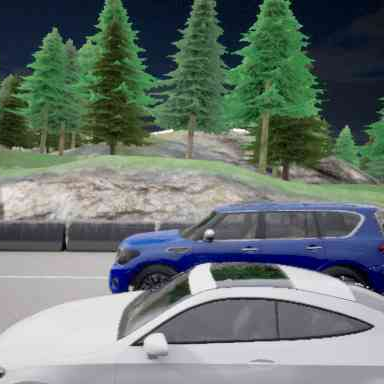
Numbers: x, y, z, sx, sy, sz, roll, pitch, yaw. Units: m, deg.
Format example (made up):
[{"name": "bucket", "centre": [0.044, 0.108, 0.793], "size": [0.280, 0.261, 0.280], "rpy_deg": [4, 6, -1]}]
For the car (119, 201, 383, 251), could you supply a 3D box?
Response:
[{"name": "car", "centre": [1.168, 1.230, 6.963], "size": [5.566, 2.045, 2.150], "rpy_deg": [0, 0, 2]}]

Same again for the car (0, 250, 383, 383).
[{"name": "car", "centre": [0.309, 1.531, 3.489], "size": [4.674, 1.442, 1.812], "rpy_deg": [0, 0, 2]}]
